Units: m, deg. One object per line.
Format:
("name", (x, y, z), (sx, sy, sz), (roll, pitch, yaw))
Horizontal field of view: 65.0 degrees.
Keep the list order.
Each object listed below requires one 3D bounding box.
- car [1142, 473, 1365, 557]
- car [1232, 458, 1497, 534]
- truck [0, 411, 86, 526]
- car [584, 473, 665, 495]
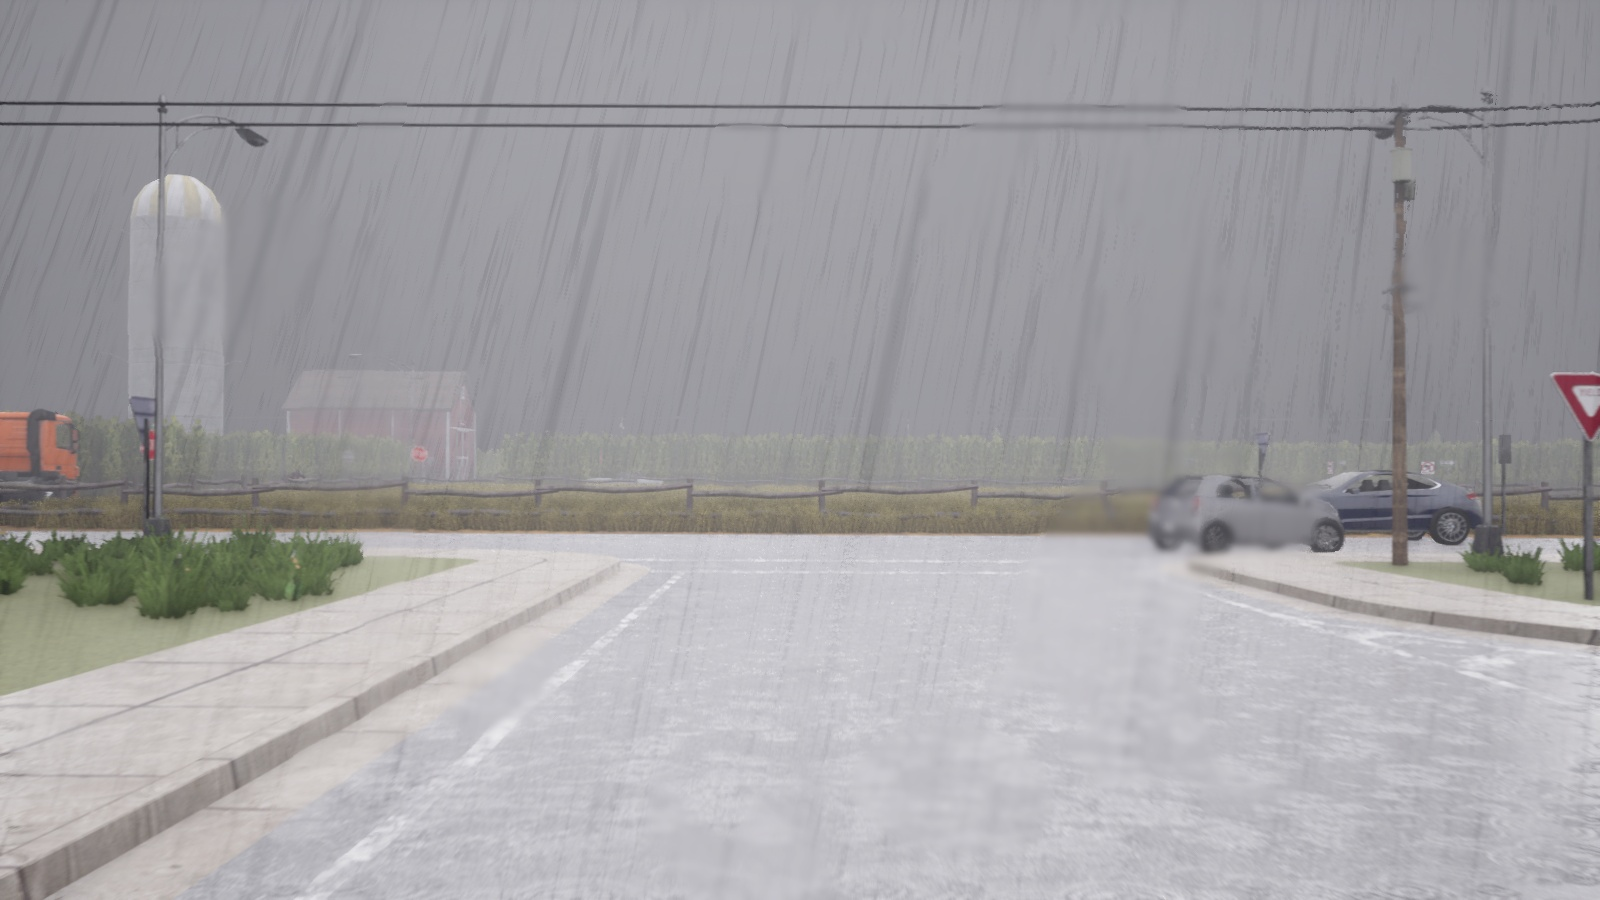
("car", (8.660, 1.197, 24.059), (3.633, 1.501, 1.845), (0, -1, -19))
("car", (12.667, 1.019, 28.458), (5.027, 1.651, 2.152), (0, -1, 1))
("truck", (-25.605, 0.584, 38.776), (2.891, 3.462, 7.936), (0, -1, -3))
("car", (-10.870, 2.101, 77.902), (4.718, 1.301, 1.895), (0, -1, 1))
